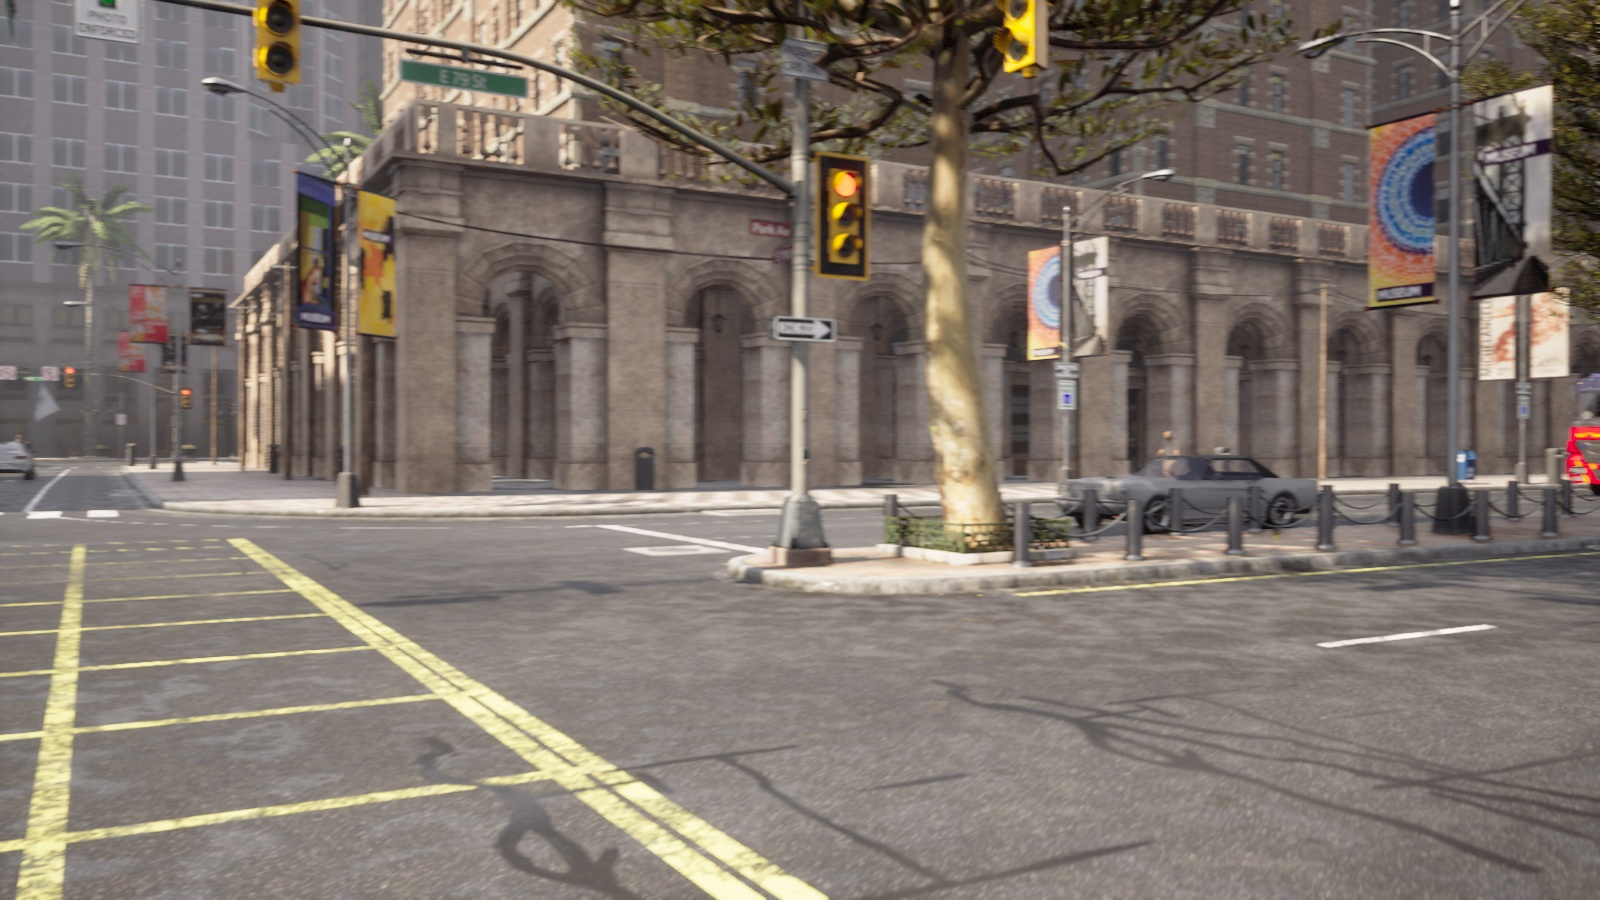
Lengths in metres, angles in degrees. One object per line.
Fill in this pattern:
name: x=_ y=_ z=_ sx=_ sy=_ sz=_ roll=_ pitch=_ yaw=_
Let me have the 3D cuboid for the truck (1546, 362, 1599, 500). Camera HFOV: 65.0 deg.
truck: x=25.926 y=-0.526 z=37.035 sx=8.468 sy=3.827 sz=2.891 roll=0 pitch=0 yaw=-30

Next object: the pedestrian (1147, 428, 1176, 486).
pedestrian: x=11.653 y=0.217 z=40.490 sx=0.694 sy=1.848 sz=0.540 roll=0 pitch=0 yaw=-30

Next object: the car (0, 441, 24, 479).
car: x=-31.494 y=0.358 z=49.081 sx=1.812 sy=1.442 sz=4.674 roll=0 pitch=0 yaw=-29

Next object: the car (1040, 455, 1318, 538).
car: x=6.673 y=0.747 z=22.002 sx=4.718 sy=1.301 sz=1.895 roll=0 pitch=0 yaw=-29
